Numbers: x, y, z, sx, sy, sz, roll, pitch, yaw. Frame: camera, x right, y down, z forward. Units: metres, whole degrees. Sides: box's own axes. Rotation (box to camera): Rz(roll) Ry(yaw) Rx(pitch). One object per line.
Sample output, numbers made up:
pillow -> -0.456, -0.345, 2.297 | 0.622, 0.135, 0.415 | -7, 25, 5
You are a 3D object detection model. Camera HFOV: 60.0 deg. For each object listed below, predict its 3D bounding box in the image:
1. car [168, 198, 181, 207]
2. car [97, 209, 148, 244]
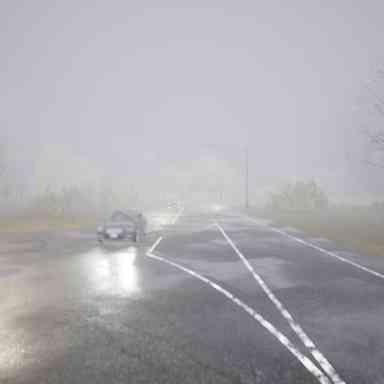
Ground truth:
car -> -3.229, 1.916, 61.995 | 2.097, 1.767, 4.553 | 0, 0, 0
car -> -3.393, 1.660, 16.968 | 2.128, 1.511, 4.902 | 0, -1, 0
